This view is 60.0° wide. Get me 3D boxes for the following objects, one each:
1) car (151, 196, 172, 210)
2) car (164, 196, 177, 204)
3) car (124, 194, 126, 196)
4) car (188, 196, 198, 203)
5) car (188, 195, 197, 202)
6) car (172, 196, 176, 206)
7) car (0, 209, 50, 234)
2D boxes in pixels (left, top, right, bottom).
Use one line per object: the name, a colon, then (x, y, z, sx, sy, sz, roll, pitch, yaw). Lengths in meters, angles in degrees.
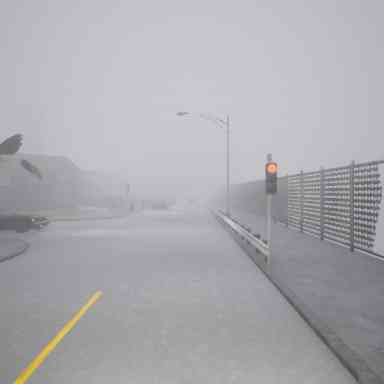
car: (-4.062, 1.478, 42.801, 1.882, 1.535, 5.008, 0, 0, 0)
car: (-4.005, 1.547, 62.975, 2.033, 1.411, 5.357, 0, 0, 0)
car: (-17.212, 1.134, 78.245, 3.633, 1.501, 1.845, 0, 0, 0)
car: (0.161, 1.547, 68.020, 2.033, 1.411, 5.357, 0, 0, -1)
car: (0.066, 1.540, 78.648, 2.033, 1.411, 5.357, 0, 0, 0)
car: (-4.047, 1.505, 52.519, 1.837, 1.490, 4.892, 0, 0, 0)
car: (-10.676, 1.601, 18.904, 4.718, 1.301, 1.895, 0, 0, 5)
